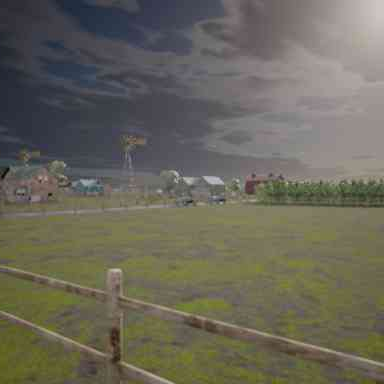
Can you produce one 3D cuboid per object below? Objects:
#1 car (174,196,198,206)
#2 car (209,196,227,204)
[{"bbox_3d":[-0.939,1.472,55.184,2.128,1.511,4.902,-1,0,35],"label":"car"},{"bbox_3d":[4.907,1.456,63.765,1.812,1.442,4.674,-1,0,35],"label":"car"}]
